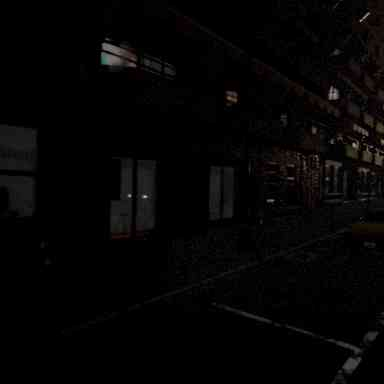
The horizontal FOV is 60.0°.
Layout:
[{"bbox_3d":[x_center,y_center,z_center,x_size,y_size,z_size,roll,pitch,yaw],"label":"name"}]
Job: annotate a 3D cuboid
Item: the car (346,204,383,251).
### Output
[{"bbox_3d":[6.654,1.137,11.306,1.752,1.417,4.829,4,4,41],"label":"car"}]
